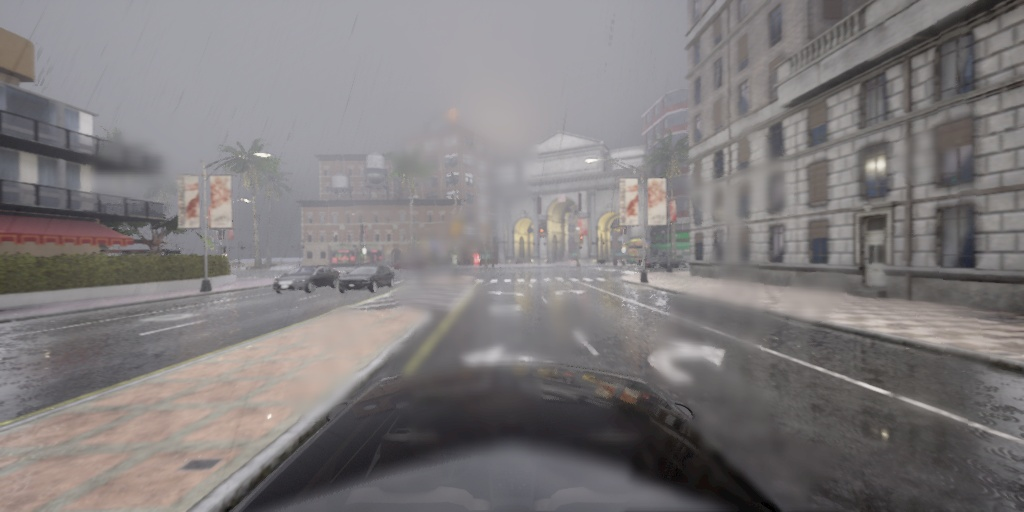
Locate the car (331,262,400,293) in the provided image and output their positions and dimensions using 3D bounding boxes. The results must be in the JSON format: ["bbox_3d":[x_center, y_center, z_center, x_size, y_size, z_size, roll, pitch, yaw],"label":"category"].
[{"bbox_3d":[-8.447,1.265,21.234,1.882,1.535,5.008,-1,0,-1],"label":"car"}]

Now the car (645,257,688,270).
[{"bbox_3d":[17.910,0.850,41.745,4.892,1.490,1.837,-1,0,-2],"label":"car"}]

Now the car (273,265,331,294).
[{"bbox_3d":[-11.946,1.325,21.211,2.128,1.511,4.902,-1,0,-1],"label":"car"}]

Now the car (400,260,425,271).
[{"bbox_3d":[-13.975,1.224,47.477,5.008,1.535,1.882,-1,0,18],"label":"car"}]
